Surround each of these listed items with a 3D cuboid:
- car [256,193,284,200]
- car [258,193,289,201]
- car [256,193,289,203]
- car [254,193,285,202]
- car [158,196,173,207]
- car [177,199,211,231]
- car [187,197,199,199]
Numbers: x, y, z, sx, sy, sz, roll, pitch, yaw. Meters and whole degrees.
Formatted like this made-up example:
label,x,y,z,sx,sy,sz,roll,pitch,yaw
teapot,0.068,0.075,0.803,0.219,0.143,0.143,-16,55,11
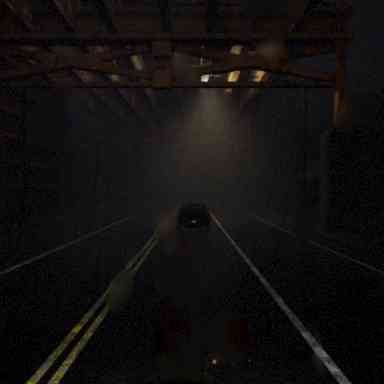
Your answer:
label,x,y,z,sx,sy,sz,roll,pitch,yaw
car,13.660,0.799,58.547,4.536,1.218,1.853,0,1,25
car,13.333,0.846,54.428,4.536,1.218,1.853,0,1,-20
car,13.285,1.004,54.412,4.974,1.542,2.038,0,1,-20
car,13.613,0.956,58.570,4.974,1.542,2.038,0,1,25
car,-3.497,1.210,44.736,2.033,1.411,5.357,0,1,0
car,0.108,1.399,20.190,1.882,1.535,5.008,0,0,0
car,0.116,1.291,37.594,2.033,1.411,5.357,0,1,0
